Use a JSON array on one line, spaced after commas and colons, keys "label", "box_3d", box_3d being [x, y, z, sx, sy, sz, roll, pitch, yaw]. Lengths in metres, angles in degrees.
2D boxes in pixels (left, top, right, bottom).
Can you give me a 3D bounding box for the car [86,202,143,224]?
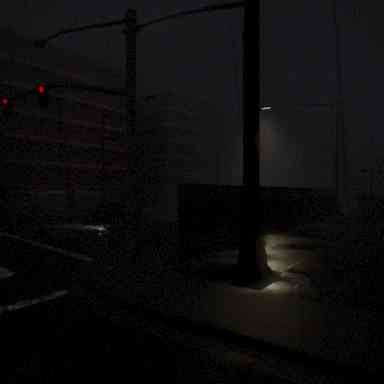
[{"label": "car", "box_3d": [-5.568, 1.497, 24.467, 1.812, 1.442, 4.674, 0, 0, 35]}]
